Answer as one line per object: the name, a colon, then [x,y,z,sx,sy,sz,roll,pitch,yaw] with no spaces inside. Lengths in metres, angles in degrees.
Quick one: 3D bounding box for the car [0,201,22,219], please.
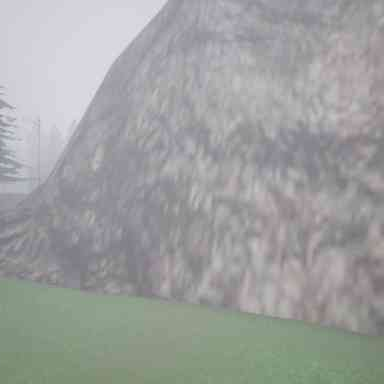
car: [-16.242,1.491,26.664,2.128,1.511,4.902,0,0,29]
